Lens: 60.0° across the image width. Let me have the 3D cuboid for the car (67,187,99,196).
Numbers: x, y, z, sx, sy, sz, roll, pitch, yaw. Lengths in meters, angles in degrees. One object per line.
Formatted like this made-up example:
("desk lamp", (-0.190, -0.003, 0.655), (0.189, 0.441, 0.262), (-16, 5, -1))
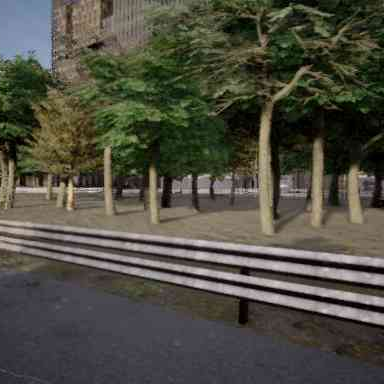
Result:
("car", (-19.079, -0.167, 58.191), (5.366, 1.575, 1.801), (0, 1, -2))
